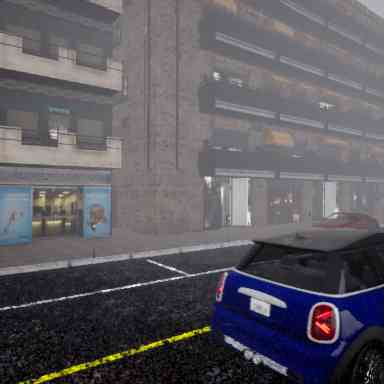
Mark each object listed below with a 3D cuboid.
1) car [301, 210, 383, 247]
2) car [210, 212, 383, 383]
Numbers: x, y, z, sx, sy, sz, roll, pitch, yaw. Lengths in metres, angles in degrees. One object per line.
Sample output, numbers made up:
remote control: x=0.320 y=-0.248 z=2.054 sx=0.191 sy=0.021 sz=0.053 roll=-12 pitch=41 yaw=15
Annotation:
car: x=7.172 y=1.583 z=15.538 sx=4.206 sy=1.307 sz=1.802 roll=0 pitch=0 yaw=-35
car: x=2.534 y=1.355 z=5.123 sx=4.553 sy=1.767 sz=2.097 roll=0 pitch=0 yaw=-35
